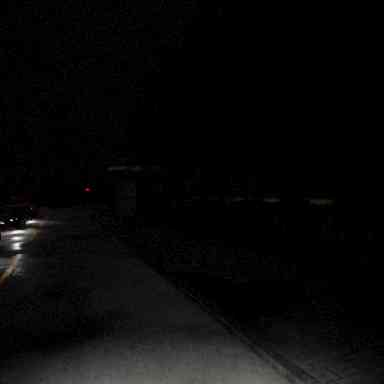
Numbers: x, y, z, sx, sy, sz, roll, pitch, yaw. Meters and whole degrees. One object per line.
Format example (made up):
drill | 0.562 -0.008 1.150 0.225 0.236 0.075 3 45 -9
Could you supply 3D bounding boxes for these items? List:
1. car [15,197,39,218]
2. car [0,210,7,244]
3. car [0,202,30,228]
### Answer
car | -16.951 1.570 33.814 2.150 2.045 5.566 -2 0 -21
car | -9.418 1.740 14.178 1.812 1.442 4.674 -2 0 -21
car | -13.160 1.786 23.912 1.837 1.490 4.892 -2 0 -21
